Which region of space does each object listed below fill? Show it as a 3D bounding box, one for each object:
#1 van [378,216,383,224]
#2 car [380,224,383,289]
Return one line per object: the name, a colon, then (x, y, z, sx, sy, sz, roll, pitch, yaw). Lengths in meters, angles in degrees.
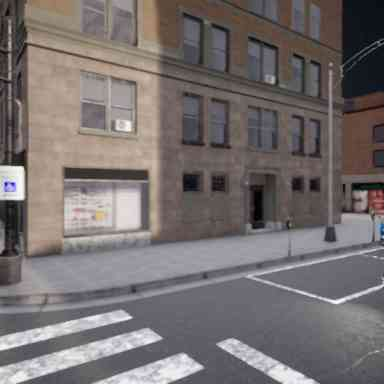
van: (8.546, 1.306, 12.316, 3.998, 1.788, 1.690, 0, 0, -36)
car: (6.167, 1.486, 7.462, 4.892, 1.490, 1.837, 0, 0, -35)
